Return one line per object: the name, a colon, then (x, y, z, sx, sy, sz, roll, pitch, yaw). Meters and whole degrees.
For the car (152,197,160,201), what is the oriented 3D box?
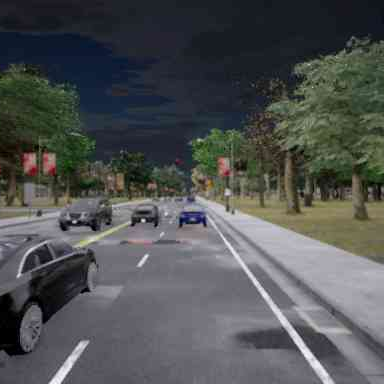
car: (-9.933, 2.033, 91.506, 1.994, 1.385, 4.181, 0, 0, 0)

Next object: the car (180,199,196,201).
car: (-0.044, 1.703, 33.703, 1.812, 1.442, 4.674, 0, 0, 0)

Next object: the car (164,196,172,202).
car: (-6.684, 1.952, 91.513, 1.882, 1.535, 5.008, 0, 0, 0)

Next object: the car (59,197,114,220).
car: (-6.637, 1.346, 21.550, 2.150, 2.045, 5.566, 0, -1, 0)

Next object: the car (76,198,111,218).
car: (-9.865, 1.546, 33.697, 2.097, 1.767, 4.553, 0, 0, 0)

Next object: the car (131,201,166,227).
car: (-3.195, 1.635, 24.127, 1.837, 1.490, 4.892, 0, 0, 0)

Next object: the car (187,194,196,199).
car: (-0.172, 1.619, 85.693, 2.150, 2.045, 5.566, 0, 0, 0)

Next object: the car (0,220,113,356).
car: (-3.157, 1.529, 6.078, 2.128, 1.511, 4.902, 0, 0, 0)

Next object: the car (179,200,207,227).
car: (0.060, 1.601, 23.743, 1.882, 1.535, 5.008, 0, 0, 0)

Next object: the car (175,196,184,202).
car: (-3.421, 1.877, 85.654, 1.882, 1.535, 5.008, 0, 0, 0)
